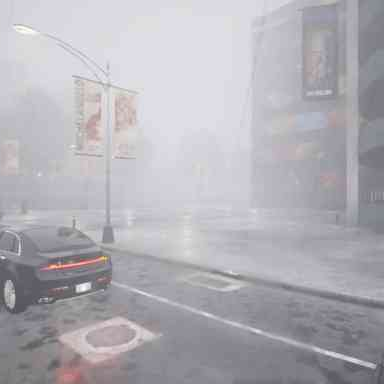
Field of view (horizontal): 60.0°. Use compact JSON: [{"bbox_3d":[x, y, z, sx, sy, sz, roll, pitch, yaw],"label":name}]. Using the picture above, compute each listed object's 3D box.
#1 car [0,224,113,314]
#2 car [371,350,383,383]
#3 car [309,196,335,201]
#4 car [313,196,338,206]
[{"bbox_3d":[-3.776,1.505,7.753,4.892,1.490,1.837,0,0,43],"label":"car"},{"bbox_3d":[3.773,1.547,1.434,5.357,1.411,2.033,0,0,32],"label":"car"},{"bbox_3d":[16.349,1.320,42.252,2.002,1.452,4.674,0,0,43],"label":"car"},{"bbox_3d":[21.754,1.413,53.937,2.161,1.482,4.786,0,0,43],"label":"car"}]
